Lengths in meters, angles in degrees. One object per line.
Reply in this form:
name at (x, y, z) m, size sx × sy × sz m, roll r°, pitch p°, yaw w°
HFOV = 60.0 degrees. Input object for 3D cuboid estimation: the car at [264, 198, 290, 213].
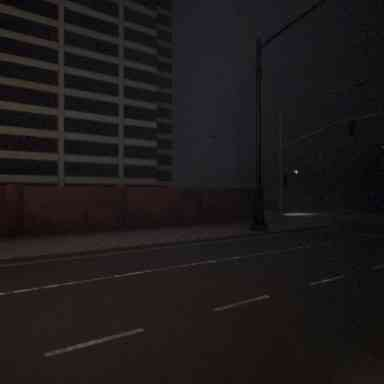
car at (8.604, 1.508, 37.042) m, size 1.837 × 1.490 × 4.892 m, roll 0°, pitch 0°, yaw -36°
